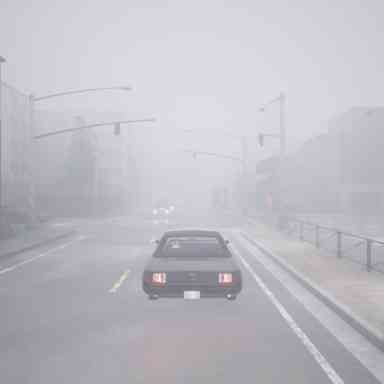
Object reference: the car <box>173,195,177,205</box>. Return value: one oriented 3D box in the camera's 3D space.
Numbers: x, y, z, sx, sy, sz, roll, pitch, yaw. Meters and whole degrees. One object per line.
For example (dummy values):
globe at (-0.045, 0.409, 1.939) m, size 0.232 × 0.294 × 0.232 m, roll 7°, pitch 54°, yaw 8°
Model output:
car at (-3.962, 1.601, 54.083) m, size 1.895 × 1.301 × 4.718 m, roll 0°, pitch 0°, yaw 0°

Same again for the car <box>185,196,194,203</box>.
car at (-0.458, 1.492, 66.611) m, size 2.128 × 1.511 × 4.902 m, roll 0°, pitch 0°, yaw 0°

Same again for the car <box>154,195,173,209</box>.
car at (-3.903, 1.505, 44.338) m, size 1.837 × 1.490 × 4.892 m, roll 0°, pitch 0°, yaw 0°

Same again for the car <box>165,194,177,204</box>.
car at (-3.990, 1.352, 64.127) m, size 2.097 × 1.767 × 4.553 m, roll 0°, pitch 0°, yaw 0°

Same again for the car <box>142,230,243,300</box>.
car at (0.009, 1.601, 8.329) m, size 1.895 × 1.301 × 4.718 m, roll 0°, pitch 0°, yaw 0°

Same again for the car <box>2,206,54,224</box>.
car at (-13.116, 1.724, 24.494) m, size 5.357 × 1.411 × 2.033 m, roll 0°, pitch 0°, yaw -1°
